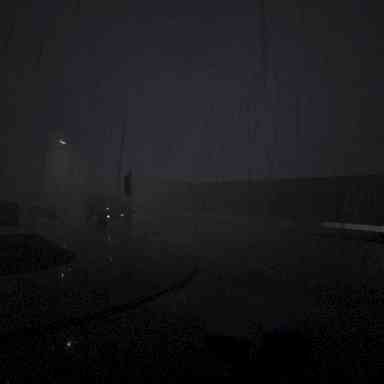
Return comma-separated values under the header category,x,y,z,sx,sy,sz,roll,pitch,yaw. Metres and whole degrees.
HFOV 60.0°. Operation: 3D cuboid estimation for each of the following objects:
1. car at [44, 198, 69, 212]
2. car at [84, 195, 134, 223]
category,x,y,z,sx,sy,sz,roll,pitch,yaw
car,-15.490,1.491,37.842,2.128,1.511,4.902,0,0,-35
car,-6.380,1.221,25.048,2.150,2.045,5.566,0,0,-36
